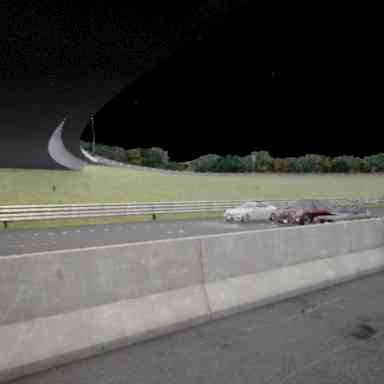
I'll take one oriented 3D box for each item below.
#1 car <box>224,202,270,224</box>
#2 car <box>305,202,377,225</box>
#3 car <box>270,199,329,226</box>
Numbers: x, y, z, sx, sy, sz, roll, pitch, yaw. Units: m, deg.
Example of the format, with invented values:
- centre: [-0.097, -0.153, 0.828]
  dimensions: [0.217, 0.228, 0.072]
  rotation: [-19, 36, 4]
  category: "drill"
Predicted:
- centre: [4.442, 1.450, 24.412]
  dimensions: [4.674, 1.442, 1.812]
  rotation: [0, 0, -36]
  category: "car"
- centre: [8.703, 1.486, 18.839]
  dimensions: [4.181, 1.385, 1.994]
  rotation: [0, 0, -36]
  category: "car"
- centre: [7.760, 1.269, 22.472]
  dimensions: [4.553, 1.767, 2.097]
  rotation: [0, 0, -36]
  category: "car"
